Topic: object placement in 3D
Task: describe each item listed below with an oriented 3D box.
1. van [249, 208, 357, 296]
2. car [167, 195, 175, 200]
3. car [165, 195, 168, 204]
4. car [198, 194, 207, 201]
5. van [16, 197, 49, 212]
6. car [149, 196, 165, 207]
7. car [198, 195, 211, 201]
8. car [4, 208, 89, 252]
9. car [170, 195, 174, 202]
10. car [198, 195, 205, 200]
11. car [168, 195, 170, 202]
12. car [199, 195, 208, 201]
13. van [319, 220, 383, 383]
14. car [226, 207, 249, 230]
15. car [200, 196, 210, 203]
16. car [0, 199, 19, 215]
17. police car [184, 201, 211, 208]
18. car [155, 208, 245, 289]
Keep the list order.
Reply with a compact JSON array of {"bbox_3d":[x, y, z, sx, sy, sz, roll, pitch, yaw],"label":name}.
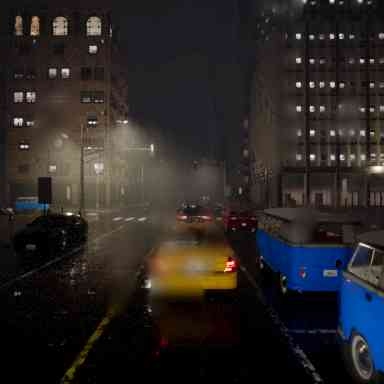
[{"bbox_3d":[2.704,1.343,8.335,1.690,1.788,3.998,1,0,0],"label":"van"},{"bbox_3d":[-5.671,1.472,91.325,1.752,1.417,4.829,1,0,0],"label":"car"},{"bbox_3d":[-5.673,1.425,57.586,1.967,1.590,4.097,1,0,0],"label":"car"},{"bbox_3d":[2.710,1.393,85.841,1.967,1.590,4.097,1,0,0],"label":"car"},{"bbox_3d":[-19.732,1.525,40.804,3.998,1.788,1.690,0,0,1],"label":"van"},{"bbox_3d":[-5.676,1.572,51.933,1.802,1.307,4.206,1,0,0],"label":"car"},{"bbox_3d":[2.706,1.529,63.235,2.008,1.369,4.403,1,0,0],"label":"car"},{"bbox_3d":[-5.679,1.567,13.918,1.947,1.339,4.313,1,0,0],"label":"car"},{"bbox_3d":[-5.673,1.517,74.539,2.008,1.369,4.403,1,0,0],"label":"car"},{"bbox_3d":[2.709,1.472,91.663,1.752,1.417,4.829,1,0,0],"label":"car"},{"bbox_3d":[-5.674,1.560,63.237,1.802,1.307,4.206,1,0,0],"label":"car"},{"bbox_3d":[2.708,1.510,80.189,2.008,1.369,4.403,1,0,0],"label":"car"},{"bbox_3d":[2.704,1.342,2.758,1.690,1.788,3.998,1,0,0],"label":"van"},{"bbox_3d":[2.702,1.545,19.488,1.887,1.381,4.507,1,0,0],"label":"car"},{"bbox_3d":[2.707,1.517,68.886,1.887,1.381,4.507,1,0,0],"label":"car"},{"bbox_3d":[-19.840,1.620,32.423,4.403,1.369,2.008,0,0,1],"label":"car"},{"bbox_3d":[0.106,1.505,19.415,2.038,1.542,4.974,0,0,0],"label":"police car"},{"bbox_3d":[0.098,1.458,9.095,1.801,1.575,5.366,0,0,0],"label":"car"}]
